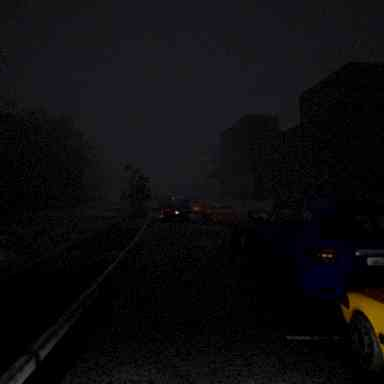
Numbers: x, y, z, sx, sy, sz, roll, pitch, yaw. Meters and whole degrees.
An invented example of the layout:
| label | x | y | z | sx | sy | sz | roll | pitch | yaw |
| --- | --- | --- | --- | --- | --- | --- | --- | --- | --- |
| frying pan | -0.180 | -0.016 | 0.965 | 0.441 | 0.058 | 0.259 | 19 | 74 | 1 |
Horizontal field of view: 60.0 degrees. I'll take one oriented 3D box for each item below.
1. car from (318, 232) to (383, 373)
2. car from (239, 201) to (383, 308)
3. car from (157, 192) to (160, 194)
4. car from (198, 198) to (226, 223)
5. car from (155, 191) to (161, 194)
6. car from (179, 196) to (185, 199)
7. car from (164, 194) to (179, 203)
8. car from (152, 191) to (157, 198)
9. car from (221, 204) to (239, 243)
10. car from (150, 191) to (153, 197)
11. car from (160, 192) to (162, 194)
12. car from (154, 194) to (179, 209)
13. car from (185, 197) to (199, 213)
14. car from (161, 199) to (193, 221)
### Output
| label | x | y | z | sx | sy | sz | roll | pitch | yaw |
| --- | --- | --- | --- | --- | --- | --- | --- | --- | --- |
| car | 3.045 | 1.476 | 2.671 | 1.946 | 1.575 | 5.366 | 0 | 0 | 0 |
| car | 2.918 | 1.223 | 8.080 | 2.435 | 2.045 | 5.566 | 0 | 0 | -1 |
| car | -6.070 | 1.223 | 74.028 | 2.163 | 1.488 | 4.792 | 0 | 0 | -11 |
| car | 1.912 | 1.429 | 24.921 | 1.946 | 1.575 | 5.366 | 0 | 0 | -4 |
| car | -7.114 | 1.194 | 79.444 | 2.002 | 1.452 | 4.674 | 0 | 0 | -11 |
| car | -1.882 | 1.326 | 52.307 | 2.097 | 1.535 | 5.008 | 0 | 0 | -10 |
| car | -3.963 | 1.266 | 63.101 | 2.231 | 1.521 | 4.892 | 0 | 0 | -11 |
| car | -8.171 | 1.141 | 84.922 | 2.163 | 1.488 | 4.792 | 0 | 0 | -11 |
| car | 2.712 | 1.467 | 13.624 | 2.231 | 1.521 | 4.892 | 0 | 0 | -2 |
| car | -9.219 | 0.814 | 90.364 | 2.435 | 2.045 | 5.566 | 0 | 0 | -11 |
| car | -5.014 | 1.271 | 68.552 | 2.002 | 1.452 | 4.674 | 0 | 0 | -11 |
| car | -3.320 | 1.369 | 42.775 | 2.128 | 1.511 | 4.902 | 0 | 0 | -9 |
| car | 0.718 | 1.392 | 35.875 | 1.946 | 1.575 | 5.366 | 0 | 0 | -7 |
| car | -1.319 | 1.503 | 26.872 | 1.994 | 1.385 | 4.181 | 0 | 0 | -5 |
